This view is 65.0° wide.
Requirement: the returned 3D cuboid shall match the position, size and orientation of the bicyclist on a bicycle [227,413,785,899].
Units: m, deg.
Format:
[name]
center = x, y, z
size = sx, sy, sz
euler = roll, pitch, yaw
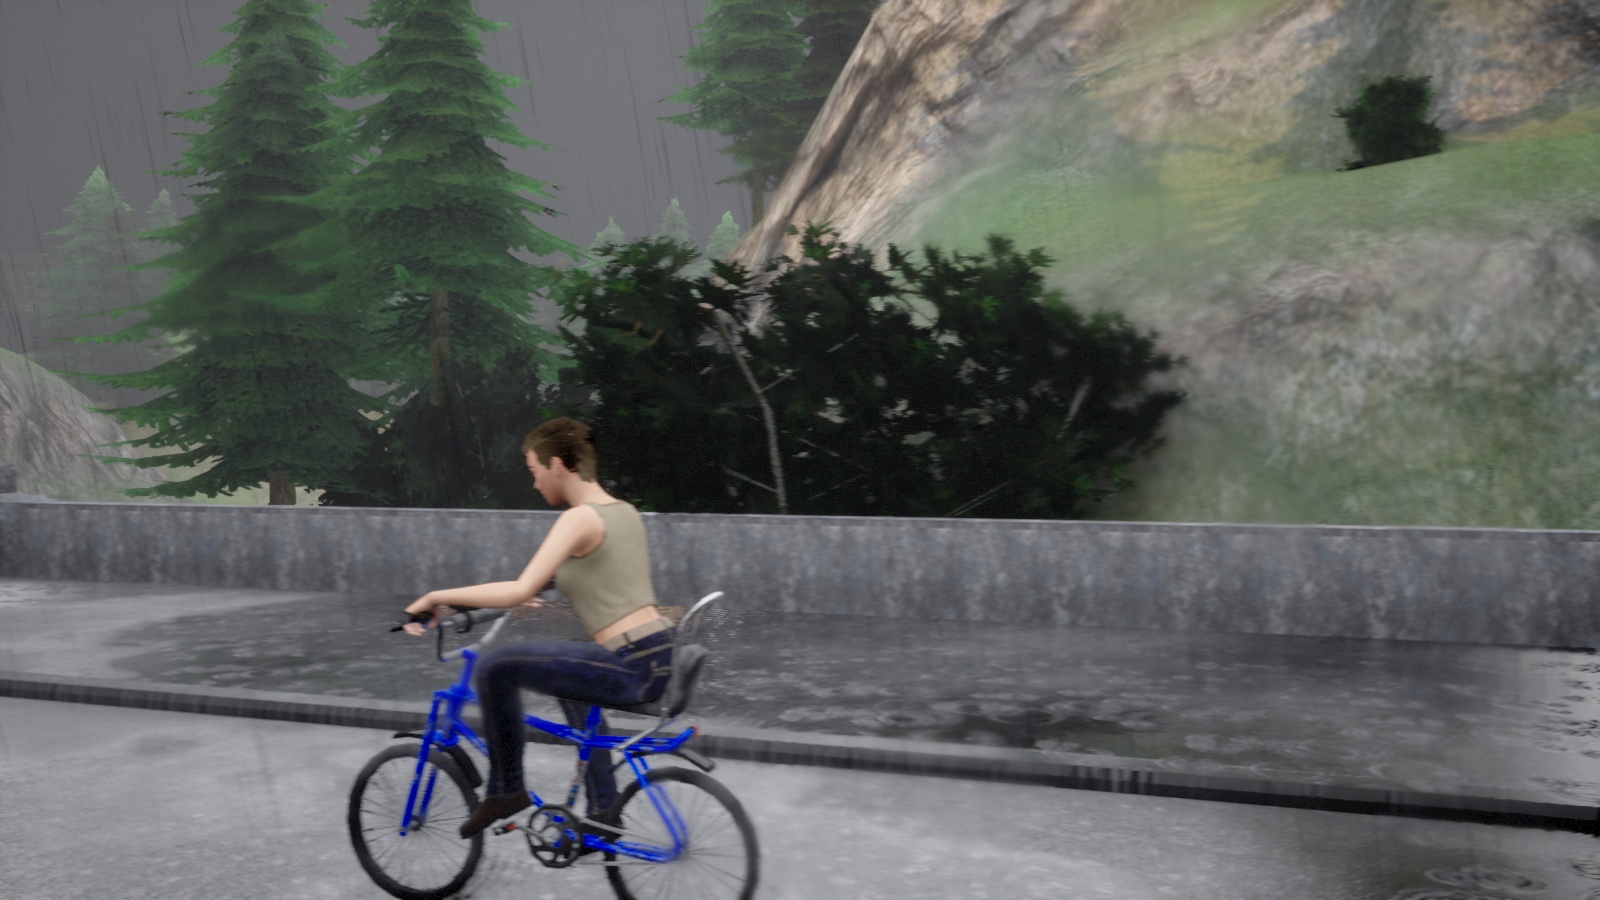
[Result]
[bicyclist on a bicycle]
center = -0.905, 0.695, 4.031
size = 1.509, 1.612, 0.866
euler = 1, 1, 18
